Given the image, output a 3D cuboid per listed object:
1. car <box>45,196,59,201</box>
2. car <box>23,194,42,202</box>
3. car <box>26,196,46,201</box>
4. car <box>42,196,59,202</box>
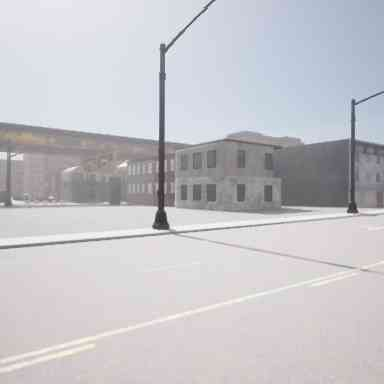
[{"bbox_3d":[-33.097,1.580,78.832,1.853,1.218,4.536,1,0,-5],"label":"car"},{"bbox_3d":[-36.823,1.703,78.707,4.974,1.542,2.038,0,0,25],"label":"car"},{"bbox_3d":[-36.869,1.545,78.729,4.536,1.218,1.853,0,0,25],"label":"car"},{"bbox_3d":[-33.093,1.737,78.779,2.038,1.542,4.974,1,0,-5],"label":"car"}]
